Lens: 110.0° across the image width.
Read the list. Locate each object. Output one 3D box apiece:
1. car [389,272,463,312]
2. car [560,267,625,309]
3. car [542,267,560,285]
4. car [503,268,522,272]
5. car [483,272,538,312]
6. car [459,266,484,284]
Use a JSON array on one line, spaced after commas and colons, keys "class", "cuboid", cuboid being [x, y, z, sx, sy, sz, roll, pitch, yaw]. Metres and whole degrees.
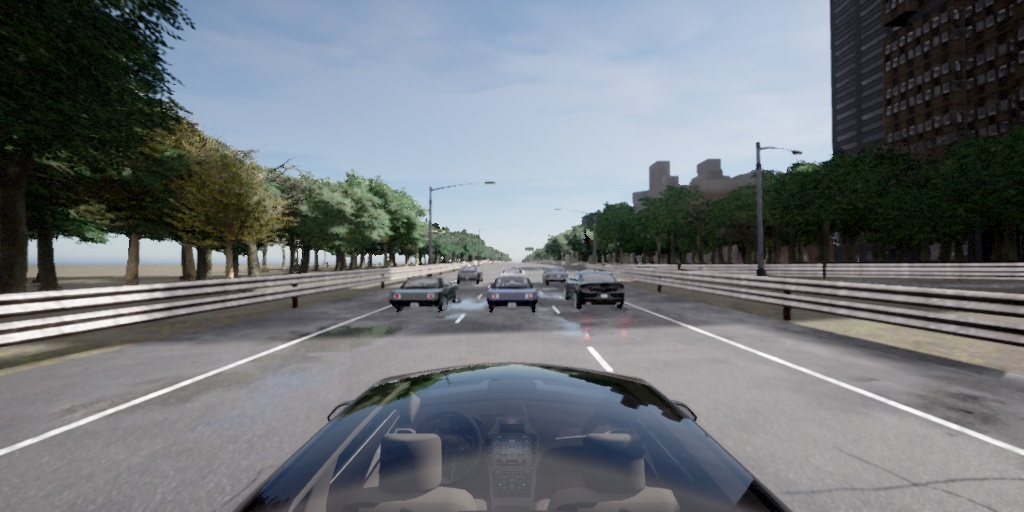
[{"class": "car", "cuboid": [-3.475, 1.502, 15.093, 1.895, 1.301, 4.718, 0, -1, 0]}, {"class": "car", "cuboid": [3.533, 1.390, 16.095, 1.882, 1.535, 5.008, 0, 0, 0]}, {"class": "car", "cuboid": [3.522, 1.603, 29.347, 2.033, 1.411, 5.357, 0, -1, 0]}, {"class": "car", "cuboid": [0.031, 1.664, 30.087, 1.895, 1.301, 4.718, 0, -1, 1]}, {"class": "car", "cuboid": [0.025, 1.502, 15.100, 1.895, 1.301, 4.718, 0, -1, 0]}, {"class": "car", "cuboid": [-3.468, 1.558, 30.336, 2.128, 1.511, 4.902, 0, 0, 0]}]
